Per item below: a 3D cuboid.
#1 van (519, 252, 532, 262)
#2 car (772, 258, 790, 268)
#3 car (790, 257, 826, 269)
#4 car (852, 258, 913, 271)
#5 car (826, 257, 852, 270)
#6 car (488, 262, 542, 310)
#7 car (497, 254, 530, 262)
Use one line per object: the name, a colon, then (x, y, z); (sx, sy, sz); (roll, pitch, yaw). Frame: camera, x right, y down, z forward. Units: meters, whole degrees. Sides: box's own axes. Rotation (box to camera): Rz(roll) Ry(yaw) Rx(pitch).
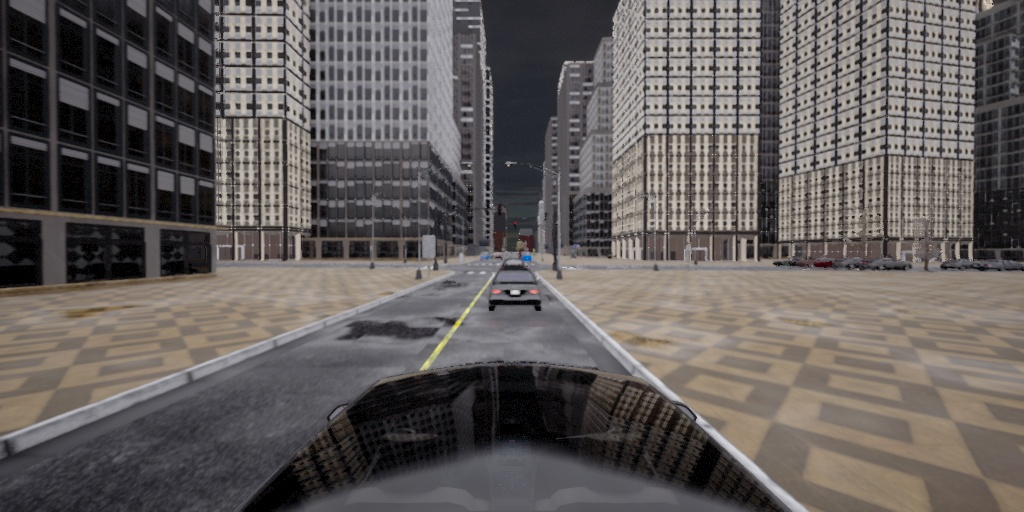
van: (2.647, 0.185, 64.527); (1.690, 1.789, 3.998); (0, 0, 0)
car: (38.598, 0.960, 49.221); (4.718, 1.301, 1.895); (0, 1, -1)
car: (39.267, 0.872, 46.006); (5.008, 1.535, 1.882); (0, 1, -1)
car: (41.217, 0.962, 39.504); (4.902, 1.511, 2.128); (0, 1, -2)
car: (41.102, 0.930, 42.752); (4.902, 1.511, 2.128); (0, 1, -2)
car: (0.094, 1.128, 13.572); (2.033, 1.411, 5.357); (0, 1, 0)
car: (0.097, 0.876, 26.253); (1.882, 1.535, 5.008); (0, 1, 0)
